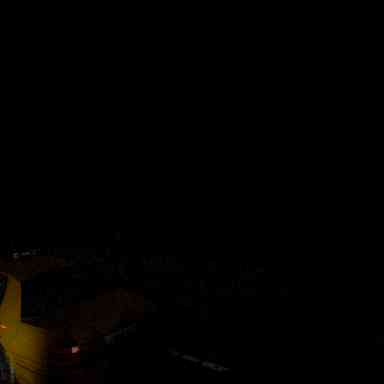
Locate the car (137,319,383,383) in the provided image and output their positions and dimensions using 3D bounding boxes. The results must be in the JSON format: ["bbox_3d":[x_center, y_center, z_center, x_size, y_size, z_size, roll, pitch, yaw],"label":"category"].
[{"bbox_3d":[2.051,1.551,1.628,4.403,1.369,2.008,0,1,35],"label":"car"}]

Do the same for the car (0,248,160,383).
[{"bbox_3d":[-2.635,1.524,4.969,4.829,1.417,1.752,0,1,35],"label":"car"}]
